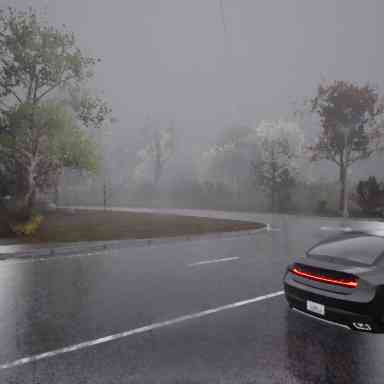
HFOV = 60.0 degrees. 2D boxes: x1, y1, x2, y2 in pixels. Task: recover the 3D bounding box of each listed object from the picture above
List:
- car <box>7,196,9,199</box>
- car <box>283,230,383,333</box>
[{"bbox_3d":[-30.661,1.567,57.326,5.566,2.045,2.150,-1,0,29],"label":"car"},{"bbox_3d":[3.841,1.505,6.458,4.892,1.490,1.837,0,0,-36],"label":"car"}]
